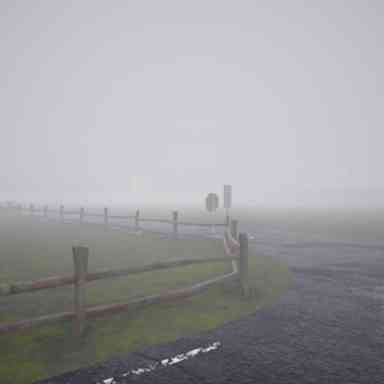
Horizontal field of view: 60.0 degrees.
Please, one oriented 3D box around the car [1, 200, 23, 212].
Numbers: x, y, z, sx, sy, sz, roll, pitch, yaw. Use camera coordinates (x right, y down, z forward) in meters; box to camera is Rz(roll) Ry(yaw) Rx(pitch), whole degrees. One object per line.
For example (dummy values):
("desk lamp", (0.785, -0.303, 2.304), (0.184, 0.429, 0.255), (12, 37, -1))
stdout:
("car", (-25.231, 1.908, 46.146), (2.097, 1.767, 4.553), (1, -1, -44))
